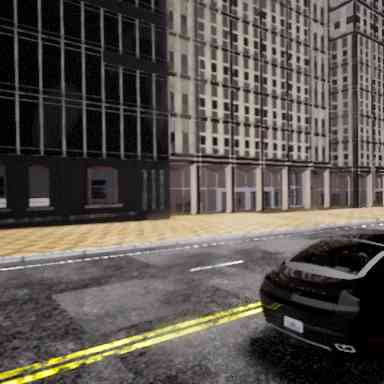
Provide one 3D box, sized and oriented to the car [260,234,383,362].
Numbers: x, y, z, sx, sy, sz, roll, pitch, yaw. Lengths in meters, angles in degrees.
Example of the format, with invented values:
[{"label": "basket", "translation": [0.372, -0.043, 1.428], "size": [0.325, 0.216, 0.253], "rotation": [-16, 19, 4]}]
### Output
[{"label": "car", "translation": [3.311, 1.498, 5.803], "size": [4.892, 1.490, 1.837], "rotation": [0, 0, -36]}]
